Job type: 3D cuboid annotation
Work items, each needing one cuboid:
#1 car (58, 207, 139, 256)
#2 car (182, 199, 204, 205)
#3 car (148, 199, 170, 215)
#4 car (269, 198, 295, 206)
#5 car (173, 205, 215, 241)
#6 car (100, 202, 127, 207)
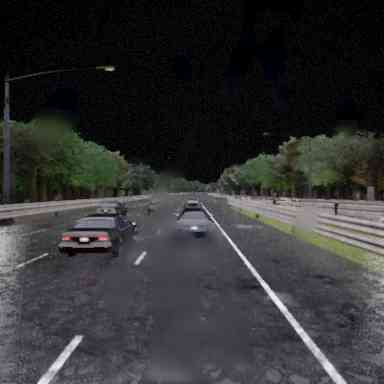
[{"bbox_3d":[-3.393,1.549,13.020,2.033,1.411,5.357,0,0,0],"label":"car"},{"bbox_3d":[0.106,1.512,34.442,1.837,1.490,4.892,0,0,0],"label":"car"},{"bbox_3d":[-3.395,1.499,34.303,2.128,1.511,4.902,0,0,0],"label":"car"},{"bbox_3d":[12.576,1.581,46.760,1.882,1.535,5.008,0,0,-14],"label":"car"},{"bbox_3d":[0.102,1.566,16.797,1.994,1.385,4.181,0,0,0],"label":"car"},{"bbox_3d":[-6.901,1.554,29.095,2.033,1.411,5.357,0,0,0],"label":"car"}]
